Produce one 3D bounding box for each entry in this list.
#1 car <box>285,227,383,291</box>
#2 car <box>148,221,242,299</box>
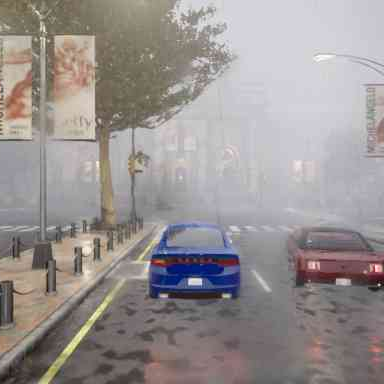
[{"bbox_3d":[3.669,1.601,9.143,1.895,1.301,4.718,0,0,13],"label":"car"},{"bbox_3d":[0.063,1.478,8.512,1.882,1.535,5.008,0,0,0],"label":"car"}]
